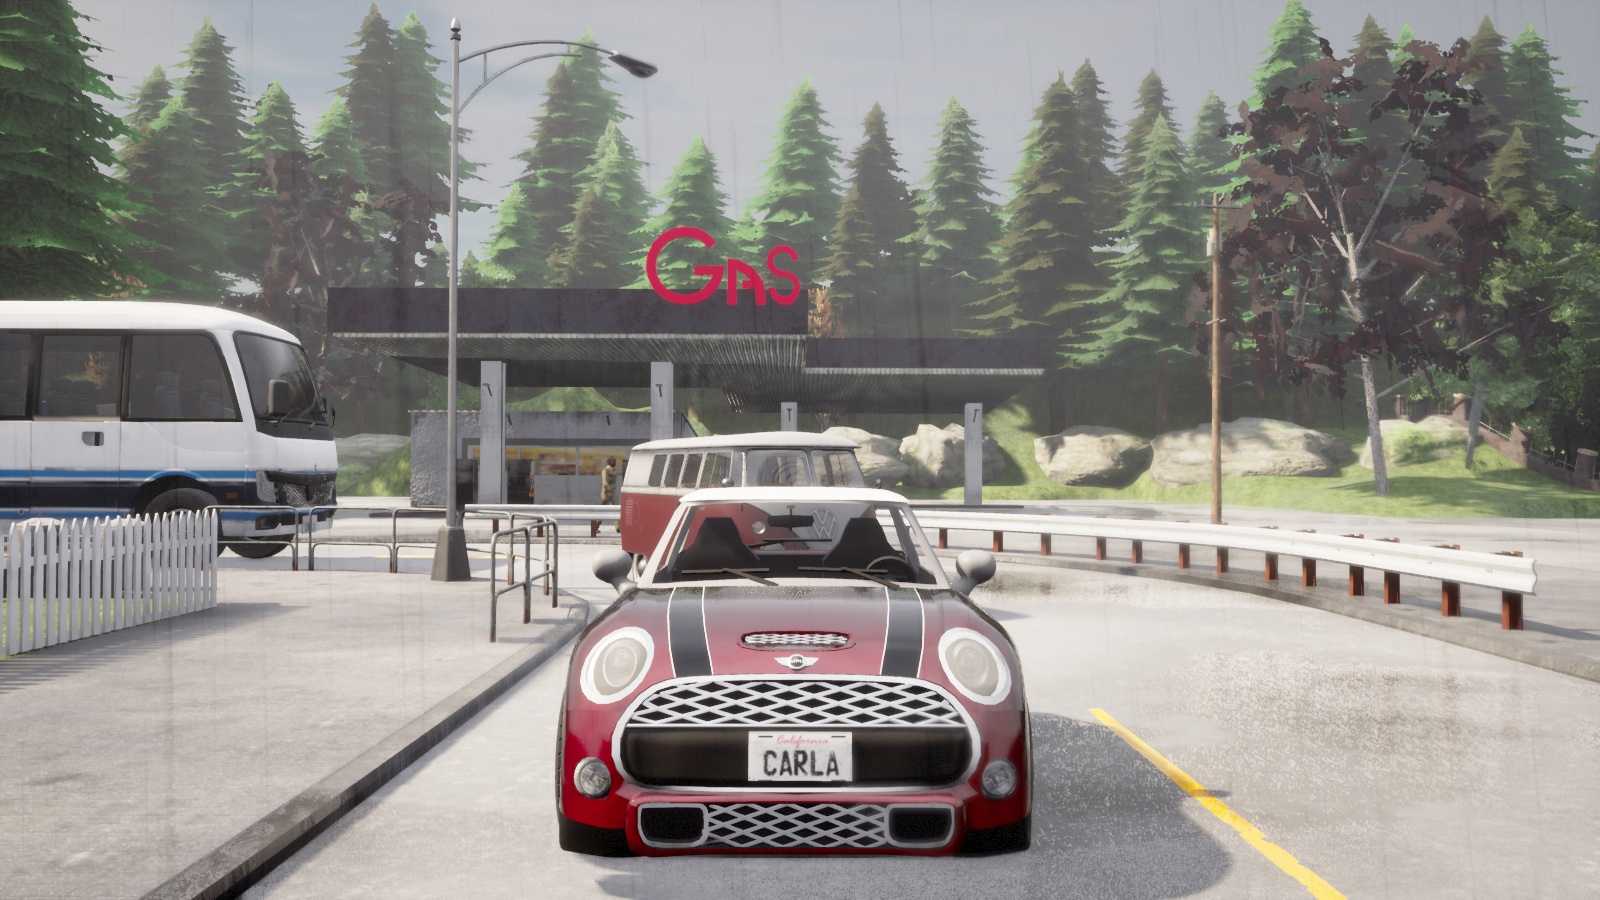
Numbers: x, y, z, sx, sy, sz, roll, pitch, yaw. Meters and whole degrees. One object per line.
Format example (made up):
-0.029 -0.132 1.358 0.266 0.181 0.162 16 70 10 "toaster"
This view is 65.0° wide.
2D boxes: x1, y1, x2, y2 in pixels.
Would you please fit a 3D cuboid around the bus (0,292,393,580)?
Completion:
-12.446 -0.167 20.585 10.273 4.253 3.944 0 -1 0 "bus"

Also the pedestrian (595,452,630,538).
-4.287 1.023 28.746 0.692 1.930 0.396 -1 -1 32 "pedestrian"

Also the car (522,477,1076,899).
-0.025 0.887 6.378 1.970 1.475 3.806 0 -1 -1 "car"

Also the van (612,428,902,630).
-0.697 0.818 14.748 1.775 1.987 4.442 0 -1 -25 "van"
